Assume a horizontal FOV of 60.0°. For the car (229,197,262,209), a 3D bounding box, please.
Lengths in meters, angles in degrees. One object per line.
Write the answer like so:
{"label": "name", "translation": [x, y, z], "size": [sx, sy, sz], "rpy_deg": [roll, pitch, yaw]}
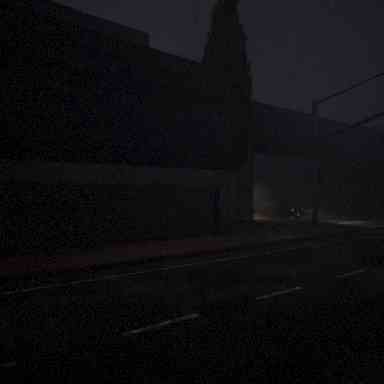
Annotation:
{"label": "car", "translation": [7.623, 1.526, 47.597], "size": [1.812, 1.442, 4.674], "rpy_deg": [0, 0, -37]}

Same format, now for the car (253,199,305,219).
{"label": "car", "translation": [7.632, 1.601, 29.727], "size": [1.895, 1.301, 4.718], "rpy_deg": [0, 0, -37]}

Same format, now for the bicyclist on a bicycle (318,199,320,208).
{"label": "bicyclist on a bicycle", "translation": [16.223, 1.303, 43.263], "size": [1.656, 1.620, 0.582], "rpy_deg": [0, 0, -37]}

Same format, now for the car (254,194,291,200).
{"label": "car", "translation": [8.695, 1.221, 34.158], "size": [2.150, 2.045, 5.566], "rpy_deg": [0, 0, -36]}
